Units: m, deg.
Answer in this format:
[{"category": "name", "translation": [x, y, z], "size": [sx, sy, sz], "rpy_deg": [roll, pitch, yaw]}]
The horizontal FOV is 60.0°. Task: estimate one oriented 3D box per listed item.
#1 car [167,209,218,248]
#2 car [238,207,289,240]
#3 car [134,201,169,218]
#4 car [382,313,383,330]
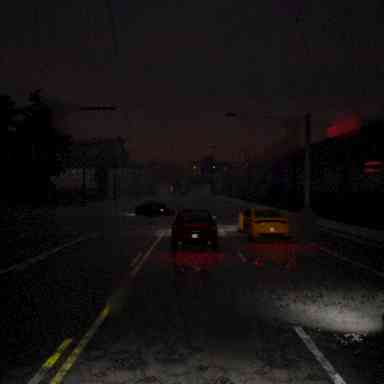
[{"category": "car", "translation": [0.103, 1.522, 15.125], "size": [1.882, 1.535, 5.008], "rpy_deg": [0, 0, 0]}, {"category": "car", "translation": [3.601, 1.520, 17.417], "size": [1.882, 1.535, 5.008], "rpy_deg": [0, 0, 0]}, {"category": "car", "translation": [-3.781, 1.544, 30.809], "size": [1.994, 1.385, 4.181], "rpy_deg": [0, 0, -34]}, {"category": "car", "translation": [3.600, 1.540, 2.761], "size": [1.812, 1.442, 4.674], "rpy_deg": [0, 0, 0]}]
